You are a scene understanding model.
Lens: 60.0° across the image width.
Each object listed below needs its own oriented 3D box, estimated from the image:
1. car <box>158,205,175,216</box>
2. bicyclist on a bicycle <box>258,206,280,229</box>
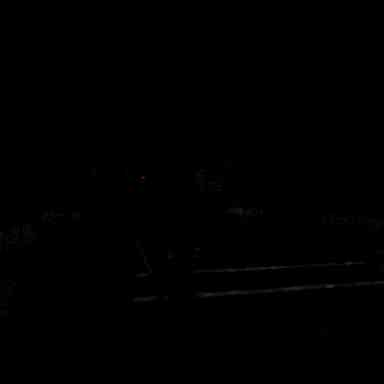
[{"bbox_3d":[-3.670,2.652,47.890,1.812,1.442,4.674,-1,-1,-1],"label":"car"},{"bbox_3d":[5.290,1.763,22.842,1.656,1.620,0.582,-1,-1,-13],"label":"bicyclist on a bicycle"}]
